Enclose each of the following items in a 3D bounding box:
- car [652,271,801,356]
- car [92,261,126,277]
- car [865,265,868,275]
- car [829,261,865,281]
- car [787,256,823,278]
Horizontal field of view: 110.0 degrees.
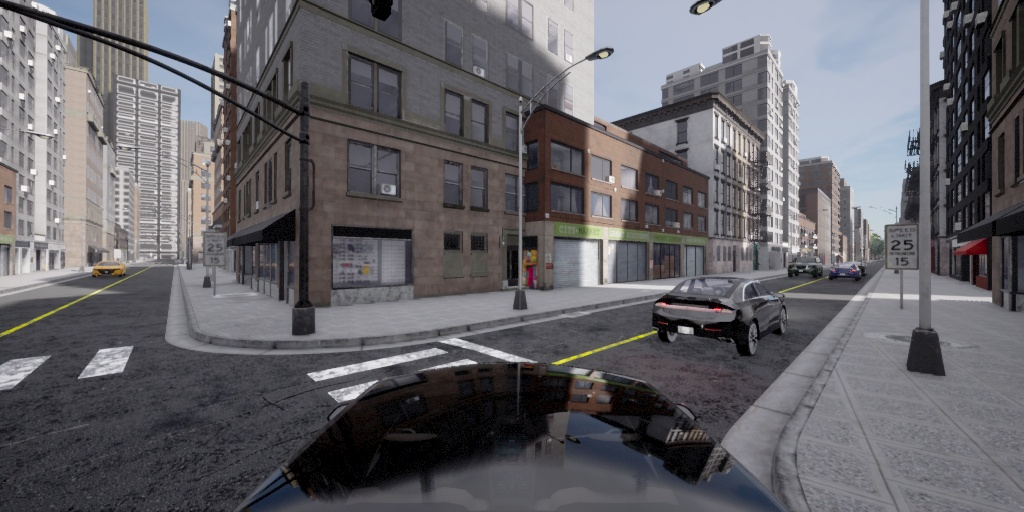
[{"bbox_3d":[5.178,1.248,8.715,4.902,1.511,2.128,0,0,-43],"label":"car"},{"bbox_3d":[-39.334,1.211,35.083,1.882,1.535,5.008,0,0,-43],"label":"car"},{"bbox_3d":[36.083,1.302,37.869,5.008,1.535,1.882,0,0,-43],"label":"car"},{"bbox_3d":[28.623,1.328,30.762,4.674,1.442,1.812,0,0,-43],"label":"car"},{"bbox_3d":[28.767,1.031,35.110,5.566,2.045,2.150,0,0,-43],"label":"car"}]
